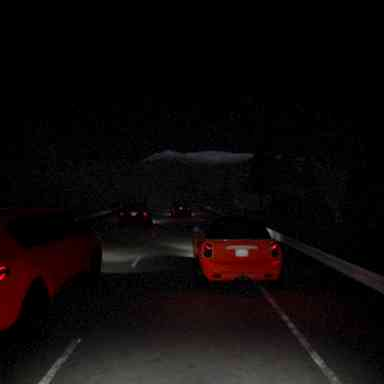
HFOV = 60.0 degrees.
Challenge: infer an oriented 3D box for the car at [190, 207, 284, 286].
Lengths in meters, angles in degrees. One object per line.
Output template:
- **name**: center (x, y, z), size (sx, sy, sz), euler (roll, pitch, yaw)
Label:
- **car**: center (1.112, 1.447, 9.841), size (2.097, 1.767, 4.553), euler (0, -1, -1)

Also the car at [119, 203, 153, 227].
- **car**: center (-4.104, 1.592, 24.809), size (2.097, 1.767, 4.553), euler (0, -1, -3)

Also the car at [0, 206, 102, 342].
- **car**: center (-3.482, 1.287, 6.703), size (2.150, 2.045, 5.566), euler (0, -1, -1)

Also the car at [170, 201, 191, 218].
- **car**: center (-1.194, 1.688, 34.671), size (2.097, 1.767, 4.553), euler (0, -1, -3)

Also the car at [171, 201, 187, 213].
- **car**: center (-1.848, 1.978, 44.545), size (2.033, 1.411, 5.357), euler (0, -1, -4)
